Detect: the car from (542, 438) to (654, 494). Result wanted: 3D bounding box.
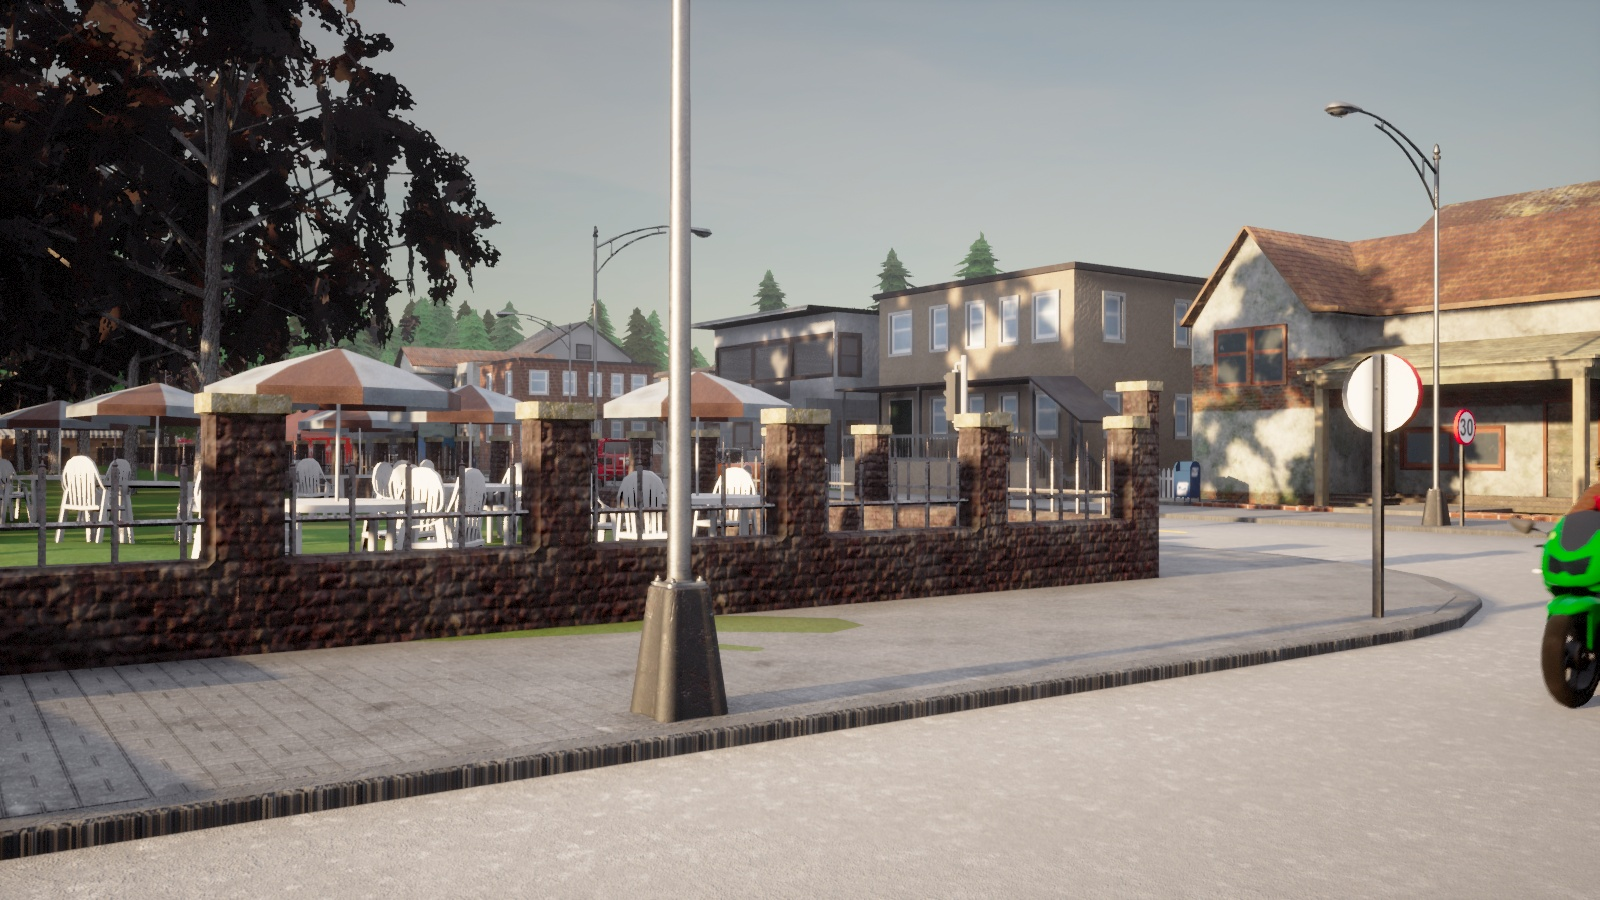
[{"bbox_3d":[-7.976,0.601,49.126,2.150,2.045,5.566,0,0,-35],"label":"car"}]

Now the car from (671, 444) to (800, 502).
[{"bbox_3d":[-2.155,0.708,40.806,2.097,1.767,4.553,0,0,-35],"label":"car"}]

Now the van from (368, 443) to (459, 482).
[{"bbox_3d":[-20.870,0.678,67.930,2.069,2.038,4.480,-1,-1,30],"label":"van"}]

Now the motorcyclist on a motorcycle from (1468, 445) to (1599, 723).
[{"bbox_3d":[5.031,0.735,7.709,2.044,1.523,0.797,0,0,-35],"label":"motorcyclist on a motorcycle"}]

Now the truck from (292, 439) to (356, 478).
[{"bbox_3d":[-31.271,0.526,82.423,2.627,2.467,5.204,0,0,-36],"label":"truck"}]
